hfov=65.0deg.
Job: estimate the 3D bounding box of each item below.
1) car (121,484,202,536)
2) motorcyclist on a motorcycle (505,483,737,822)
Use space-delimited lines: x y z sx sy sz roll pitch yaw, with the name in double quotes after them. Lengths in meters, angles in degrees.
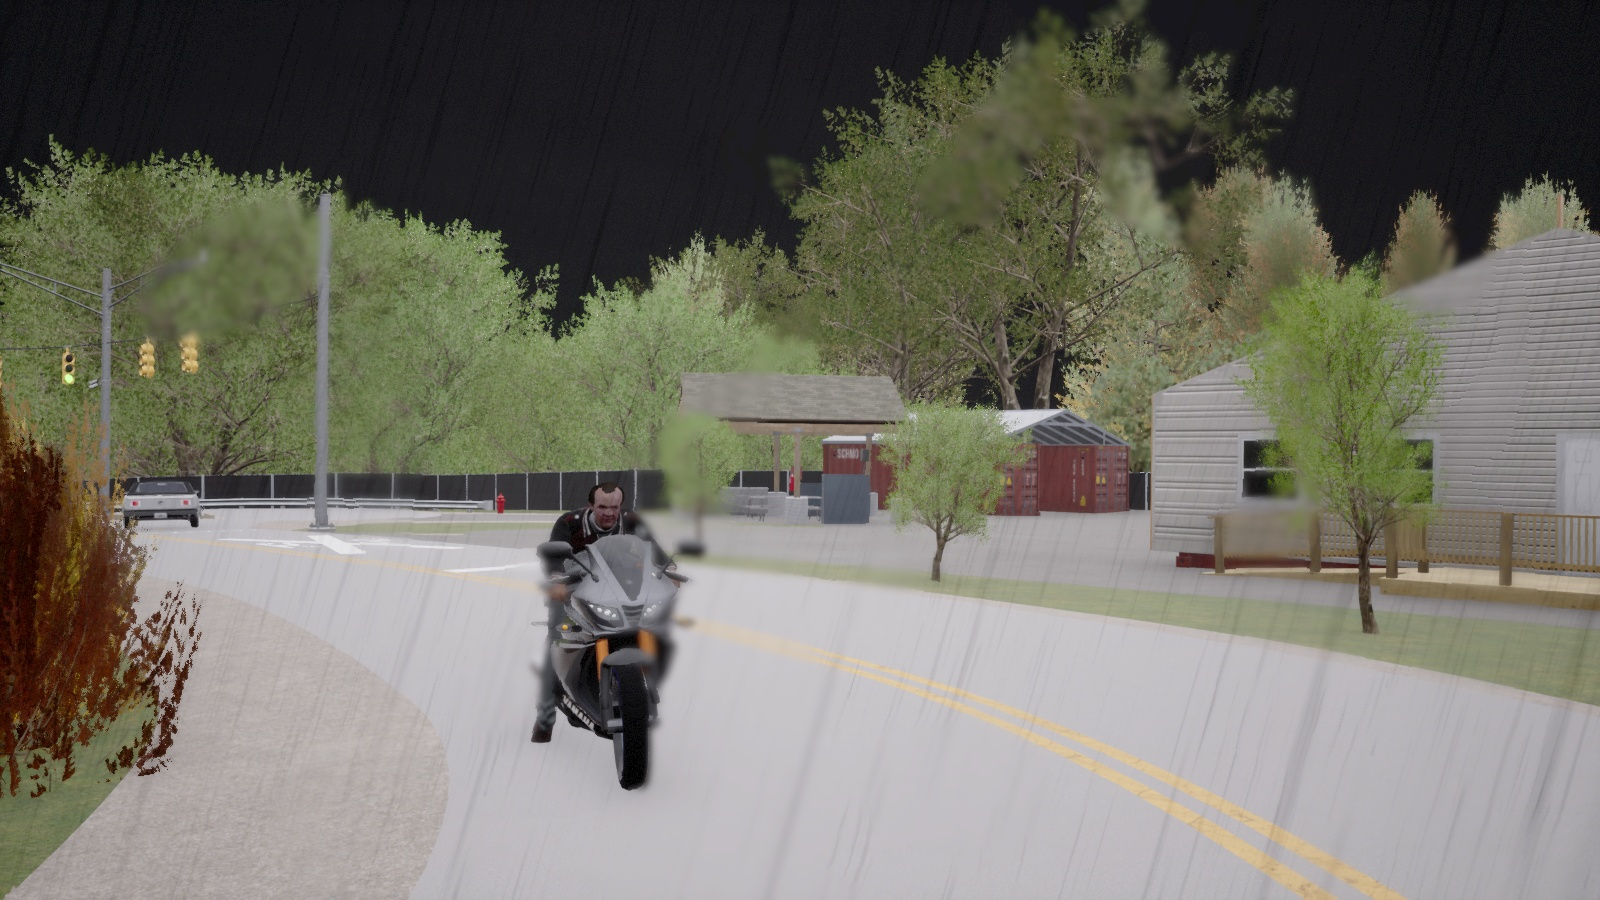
-18.012 1.666 35.559 1.895 1.301 4.718 -1 -1 -25 "car"
-1.077 0.965 6.969 0.866 1.530 2.191 0 -1 -19 "motorcyclist on a motorcycle"
